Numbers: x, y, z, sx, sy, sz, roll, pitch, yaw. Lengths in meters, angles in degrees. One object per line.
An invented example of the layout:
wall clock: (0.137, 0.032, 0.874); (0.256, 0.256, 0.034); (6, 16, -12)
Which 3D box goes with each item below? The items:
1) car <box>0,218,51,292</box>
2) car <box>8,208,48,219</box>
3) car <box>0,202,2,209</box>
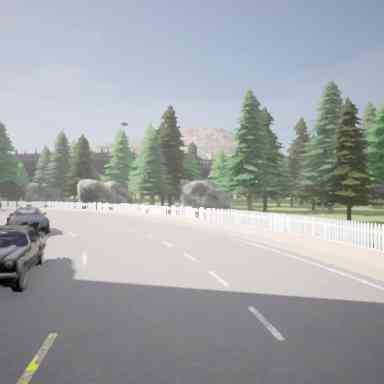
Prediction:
car: (-5.140, 1.620, 8.839); (1.895, 1.301, 4.718); (0, 0, -16)
car: (-9.289, 1.604, 18.853); (1.994, 1.385, 4.181); (0, 0, -30)
car: (-25.958, 1.568, 41.348); (5.008, 1.535, 1.882); (0, 0, 21)
